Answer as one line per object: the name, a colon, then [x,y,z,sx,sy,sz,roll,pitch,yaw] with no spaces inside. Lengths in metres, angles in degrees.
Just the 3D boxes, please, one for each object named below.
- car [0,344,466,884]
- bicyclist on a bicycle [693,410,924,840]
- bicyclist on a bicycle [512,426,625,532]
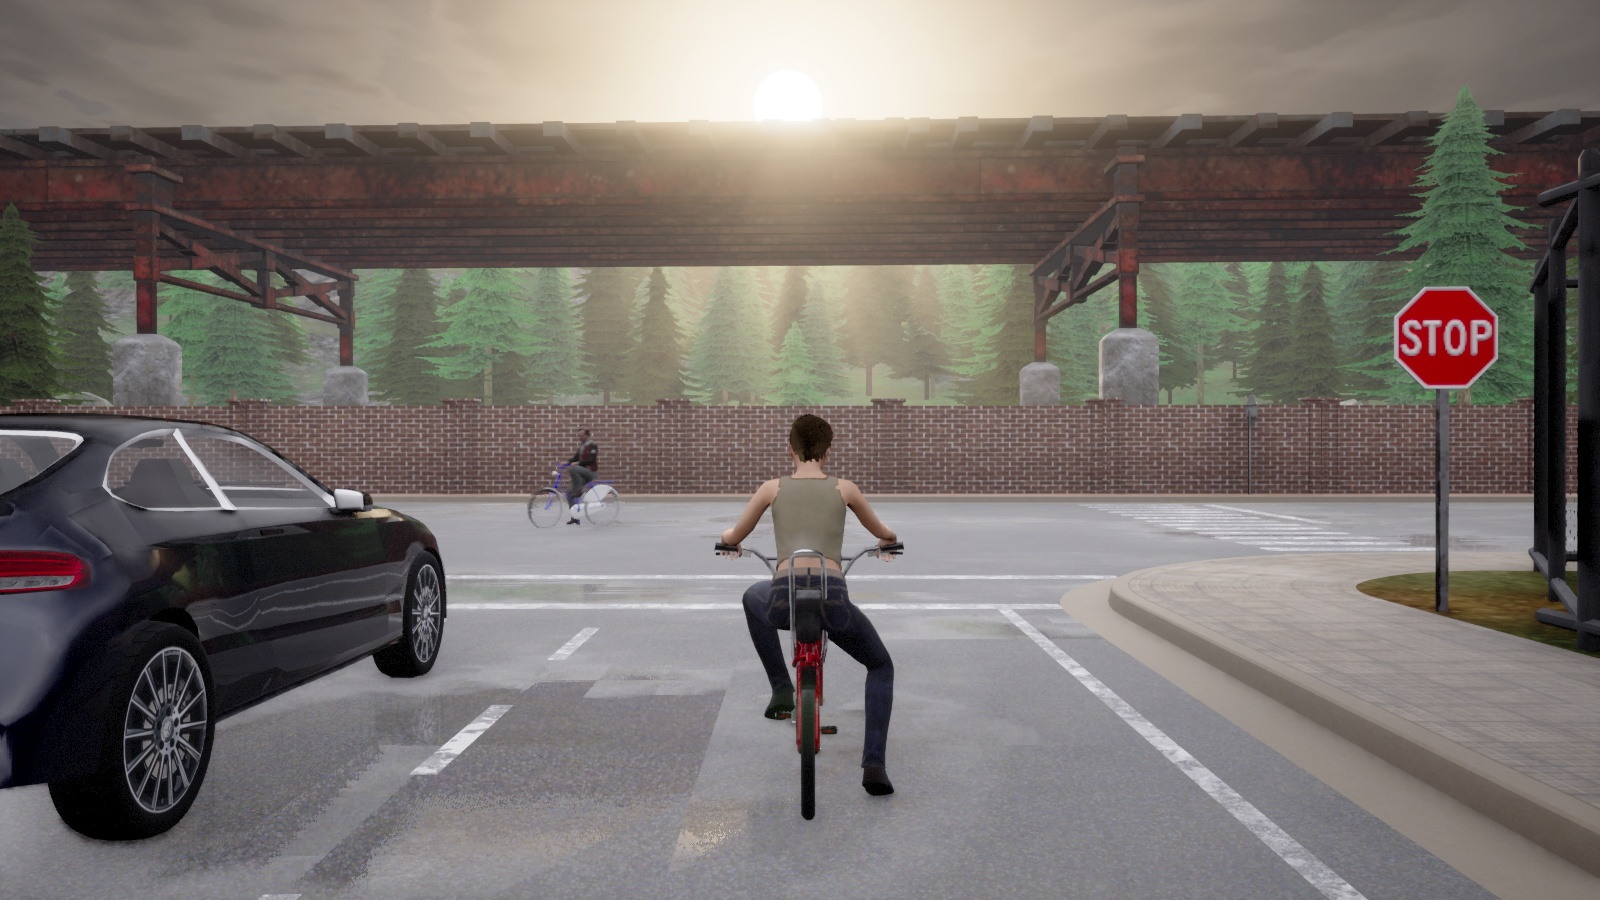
car: [-3.448,0.486,6.353,2.152,1.651,5.027,0,0,0]
bicyclist on a bicycle: [0.039,0.652,5.464,0.866,1.612,1.509,0,0,1]
bicyclist on a bicycle: [-4.039,0.490,21.991,1.843,1.776,0.659,0,2,-41]
